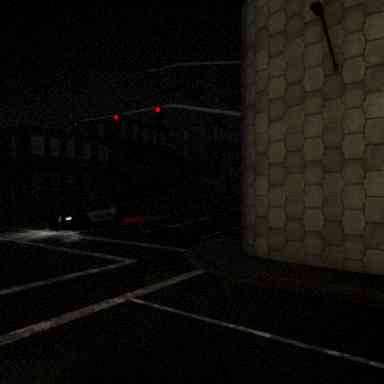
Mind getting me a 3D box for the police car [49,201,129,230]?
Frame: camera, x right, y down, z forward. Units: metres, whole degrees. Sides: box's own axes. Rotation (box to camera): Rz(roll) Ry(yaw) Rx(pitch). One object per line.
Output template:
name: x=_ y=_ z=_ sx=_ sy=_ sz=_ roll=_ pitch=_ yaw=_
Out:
police car: x=-6.377 y=1.364 z=20.827 sx=2.038 sy=1.542 sz=4.974 roll=0 pitch=3 yaw=35
